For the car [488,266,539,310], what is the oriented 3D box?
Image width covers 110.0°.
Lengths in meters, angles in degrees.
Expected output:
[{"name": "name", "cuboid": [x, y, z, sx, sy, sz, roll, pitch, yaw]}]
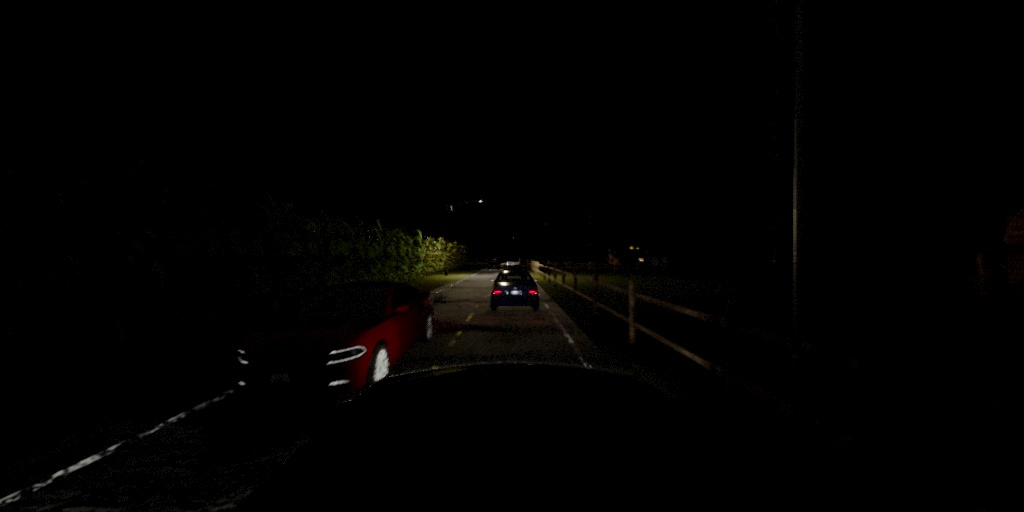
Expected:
[{"name": "car", "cuboid": [0.092, 1.304, 14.808, 2.033, 1.411, 5.357, 0, 0, 0]}]

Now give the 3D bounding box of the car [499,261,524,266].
[{"name": "car", "cuboid": [0.103, 1.265, 35.384, 2.128, 1.511, 4.902, 0, 0, 0]}]

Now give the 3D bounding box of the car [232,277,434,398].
[{"name": "car", "cuboid": [-2.851, 1.230, 6.904, 1.882, 1.535, 5.008, 0, 0, 0]}]

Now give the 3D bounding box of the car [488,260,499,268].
[{"name": "car", "cuboid": [-2.752, 1.353, 57.415, 2.033, 1.411, 5.357, 0, 0, 0]}]
